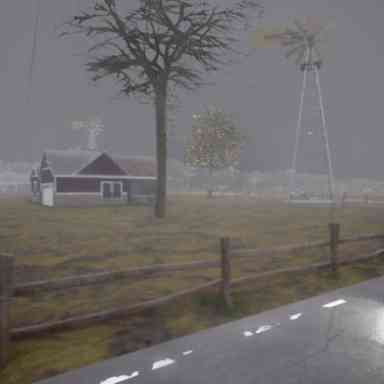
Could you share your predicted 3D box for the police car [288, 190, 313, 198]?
[{"bbox_3d":[21.832,0.404,66.773,2.038,1.542,4.974,0,2,-36],"label":"police car"}]
